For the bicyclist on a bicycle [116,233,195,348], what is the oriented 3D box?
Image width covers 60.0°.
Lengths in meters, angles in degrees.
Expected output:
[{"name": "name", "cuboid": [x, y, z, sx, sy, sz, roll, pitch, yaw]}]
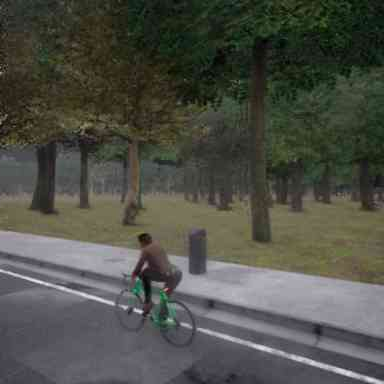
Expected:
[{"name": "bicyclist on a bicycle", "cuboid": [-0.617, 1.466, 5.127, 1.656, 1.620, 0.582, 0, 0, 36]}]
